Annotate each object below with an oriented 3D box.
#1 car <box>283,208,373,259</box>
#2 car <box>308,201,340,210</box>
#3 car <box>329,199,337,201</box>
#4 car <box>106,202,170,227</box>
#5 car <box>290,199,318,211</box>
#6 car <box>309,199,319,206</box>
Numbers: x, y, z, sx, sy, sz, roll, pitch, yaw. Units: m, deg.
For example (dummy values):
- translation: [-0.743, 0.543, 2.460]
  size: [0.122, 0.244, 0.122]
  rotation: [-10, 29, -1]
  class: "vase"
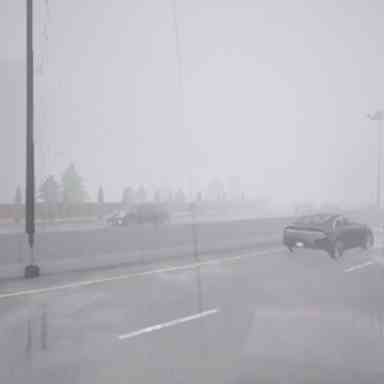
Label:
- translation: [5.511, 1.620, 13.192]
  size: [4.902, 1.511, 2.128]
  rotation: [1, -1, -43]
  class: "car"
- translation: [13.788, 1.903, 33.587]
  size: [2.033, 1.411, 5.357]
  rotation: [0, -1, 34]
  class: "car"
- translation: [29.579, 2.268, 69.712]
  size: [1.882, 1.535, 5.008]
  rotation: [0, -1, 17]
  class: "car"
- translation: [-3.811, 1.547, 23.860]
  size: [4.553, 1.767, 2.097]
  rotation: [1, -1, -44]
  class: "car"
- translation: [13.711, 1.921, 40.033]
  size: [2.128, 1.511, 4.902]
  rotation: [0, -1, 30]
  class: "car"
- translation: [28.455, 2.440, 77.786]
  size: [1.994, 1.385, 4.181]
  rotation: [0, -1, 17]
  class: "car"
